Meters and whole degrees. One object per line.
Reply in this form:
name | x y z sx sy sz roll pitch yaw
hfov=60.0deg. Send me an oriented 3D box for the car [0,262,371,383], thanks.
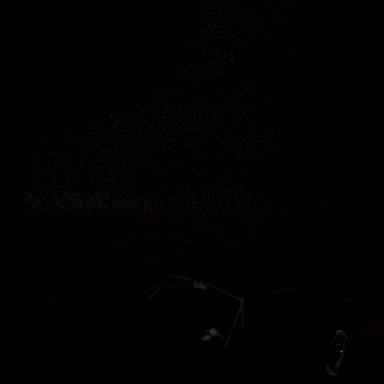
car | 0.198 1.670 4.021 4.718 1.301 1.895 0 -1 -38
